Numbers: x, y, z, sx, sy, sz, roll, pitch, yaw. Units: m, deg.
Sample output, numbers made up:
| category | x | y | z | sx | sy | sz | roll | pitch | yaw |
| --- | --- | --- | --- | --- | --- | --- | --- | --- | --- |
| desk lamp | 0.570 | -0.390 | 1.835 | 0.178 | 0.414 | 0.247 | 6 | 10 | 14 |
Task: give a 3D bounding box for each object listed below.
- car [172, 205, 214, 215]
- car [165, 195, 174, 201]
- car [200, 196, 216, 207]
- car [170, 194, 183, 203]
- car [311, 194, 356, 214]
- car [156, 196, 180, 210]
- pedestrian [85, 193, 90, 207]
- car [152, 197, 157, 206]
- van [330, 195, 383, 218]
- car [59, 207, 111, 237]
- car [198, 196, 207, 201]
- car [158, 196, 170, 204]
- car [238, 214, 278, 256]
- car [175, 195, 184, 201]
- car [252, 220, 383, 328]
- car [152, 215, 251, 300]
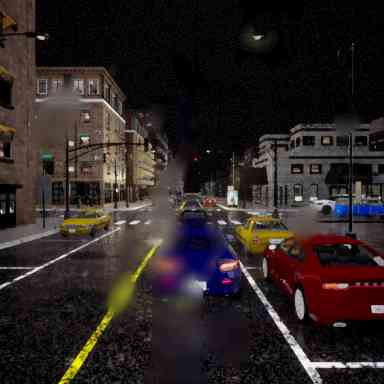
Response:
| category | x | y | z | sx | sy | sz | roll | pitch | yaw |
| --- | --- | --- | --- | --- | --- | --- | --- | --- | --- |
| car | 0.097 | 1.565 | 16.976 | 1.994 | 1.385 | 4.181 | 0 | 0 | 0 |
| car | -5.715 | 1.596 | 84.862 | 1.752 | 1.417 | 4.829 | 0 | 0 | 0 |
| car | 2.673 | 1.462 | 50.866 | 1.967 | 1.590 | 4.097 | 0 | 0 | 0 |
| car | -3.094 | 1.521 | 56.297 | 2.128 | 1.511 | 4.902 | 0 | 0 | 0 |
| car | 15.477 | 1.256 | 34.957 | 5.566 | 2.045 | 2.150 | 0 | 0 | 0 |
| car | -3.108 | 1.557 | 43.892 | 2.033 | 1.411 | 5.357 | 0 | 0 | 0 |
| pedestrian | -12.639 | 1.079 | 40.276 | 0.375 | 1.860 | 0.375 | 0 | 0 | 0 |
| car | -5.708 | 1.579 | 56.549 | 2.008 | 1.369 | 4.403 | 0 | 0 | 0 |
| van | 14.652 | 1.413 | 29.163 | 3.998 | 1.788 | 1.690 | 0 | 0 | 0 |
| car | -5.700 | 1.527 | 18.226 | 1.752 | 1.417 | 4.829 | 0 | 0 | 0 |
| car | 2.666 | 1.622 | 85.046 | 2.008 | 1.369 | 4.403 | -1 | 0 | 0 |
| car | -5.710 | 1.594 | 67.942 | 2.008 | 1.369 | 4.403 | 0 | 0 | 0 |
| car | 2.683 | 1.526 | 12.867 | 1.752 | 1.417 | 4.829 | 0 | 0 | 0 |
| car | -3.018 | 1.527 | 82.916 | 1.994 | 1.385 | 4.181 | 0 | 0 | 0 |
| car | 2.684 | 1.544 | 7.000 | 1.887 | 1.381 | 4.507 | 0 | 0 | 0 |
| car | 0.102 | 1.525 | 8.283 | 1.812 | 1.442 | 4.674 | 0 | 0 | 0 |
